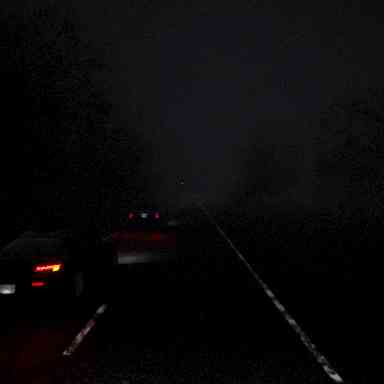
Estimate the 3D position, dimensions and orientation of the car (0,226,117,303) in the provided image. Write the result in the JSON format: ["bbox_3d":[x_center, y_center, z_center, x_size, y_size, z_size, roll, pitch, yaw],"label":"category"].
[{"bbox_3d":[-3.210,1.562,8.182,1.812,1.442,4.674,0,-1,1],"label":"car"}]

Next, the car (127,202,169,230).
[{"bbox_3d":[-2.757,1.449,21.732,2.097,1.767,4.553,0,0,2],"label":"car"}]
